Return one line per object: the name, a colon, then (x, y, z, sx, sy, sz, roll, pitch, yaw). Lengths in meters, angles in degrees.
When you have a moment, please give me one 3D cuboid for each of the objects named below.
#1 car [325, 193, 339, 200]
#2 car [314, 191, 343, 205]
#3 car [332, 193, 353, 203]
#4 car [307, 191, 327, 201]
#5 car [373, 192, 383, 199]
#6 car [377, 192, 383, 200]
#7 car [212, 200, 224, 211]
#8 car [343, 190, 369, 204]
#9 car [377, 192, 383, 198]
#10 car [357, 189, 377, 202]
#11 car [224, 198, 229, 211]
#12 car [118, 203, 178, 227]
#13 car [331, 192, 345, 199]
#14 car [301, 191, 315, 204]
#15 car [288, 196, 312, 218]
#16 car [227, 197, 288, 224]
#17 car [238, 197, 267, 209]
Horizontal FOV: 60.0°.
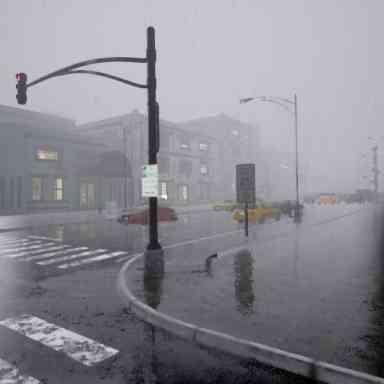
car: (30.056, 0.935, 71.372, 1.802, 1.307, 4.206, -1, 0, 36)
car: (19.246, 0.845, 46.662, 2.097, 1.767, 4.553, -1, 0, 35)
car: (24.493, 0.901, 53.885, 2.128, 1.511, 4.902, -1, 0, 36)
car: (23.549, 0.769, 62.419, 2.192, 1.841, 5.009, -1, 0, 36)
car: (40.085, 0.720, 70.921, 1.947, 1.339, 4.313, -1, 0, 36)
car: (33.579, 0.569, 61.968, 2.192, 1.841, 5.009, -1, 0, 36)
car: (3.940, 1.290, 35.423, 1.752, 1.417, 4.829, -1, 0, 36)
car: (22.874, 0.924, 46.469, 1.837, 1.490, 4.892, -1, 0, 36)
car: (43.163, 0.651, 75.145, 1.887, 1.381, 4.507, -1, 0, 36)
car: (26.970, 0.576, 52.181, 2.150, 2.045, 5.566, -1, 0, 36)
car: (5.406, 1.292, 33.040, 1.994, 1.385, 4.181, -1, 0, 36)
car: (-2.811, 1.424, 21.736, 1.994, 1.385, 4.181, -1, 0, 36)
car: (33.307, 0.743, 75.847, 1.967, 1.590, 4.097, -1, 0, 36)
car: (16.600, 1.072, 48.286, 2.128, 1.511, 4.902, -1, 0, 36)
car: (7.565, 1.217, 26.158, 2.008, 1.369, 4.403, -1, 0, 36)
car: (4.413, 1.242, 21.819, 1.752, 1.417, 4.829, -1, 0, 36)
car: (7.293, 1.293, 40.038, 1.802, 1.307, 4.206, -1, 0, 36)
